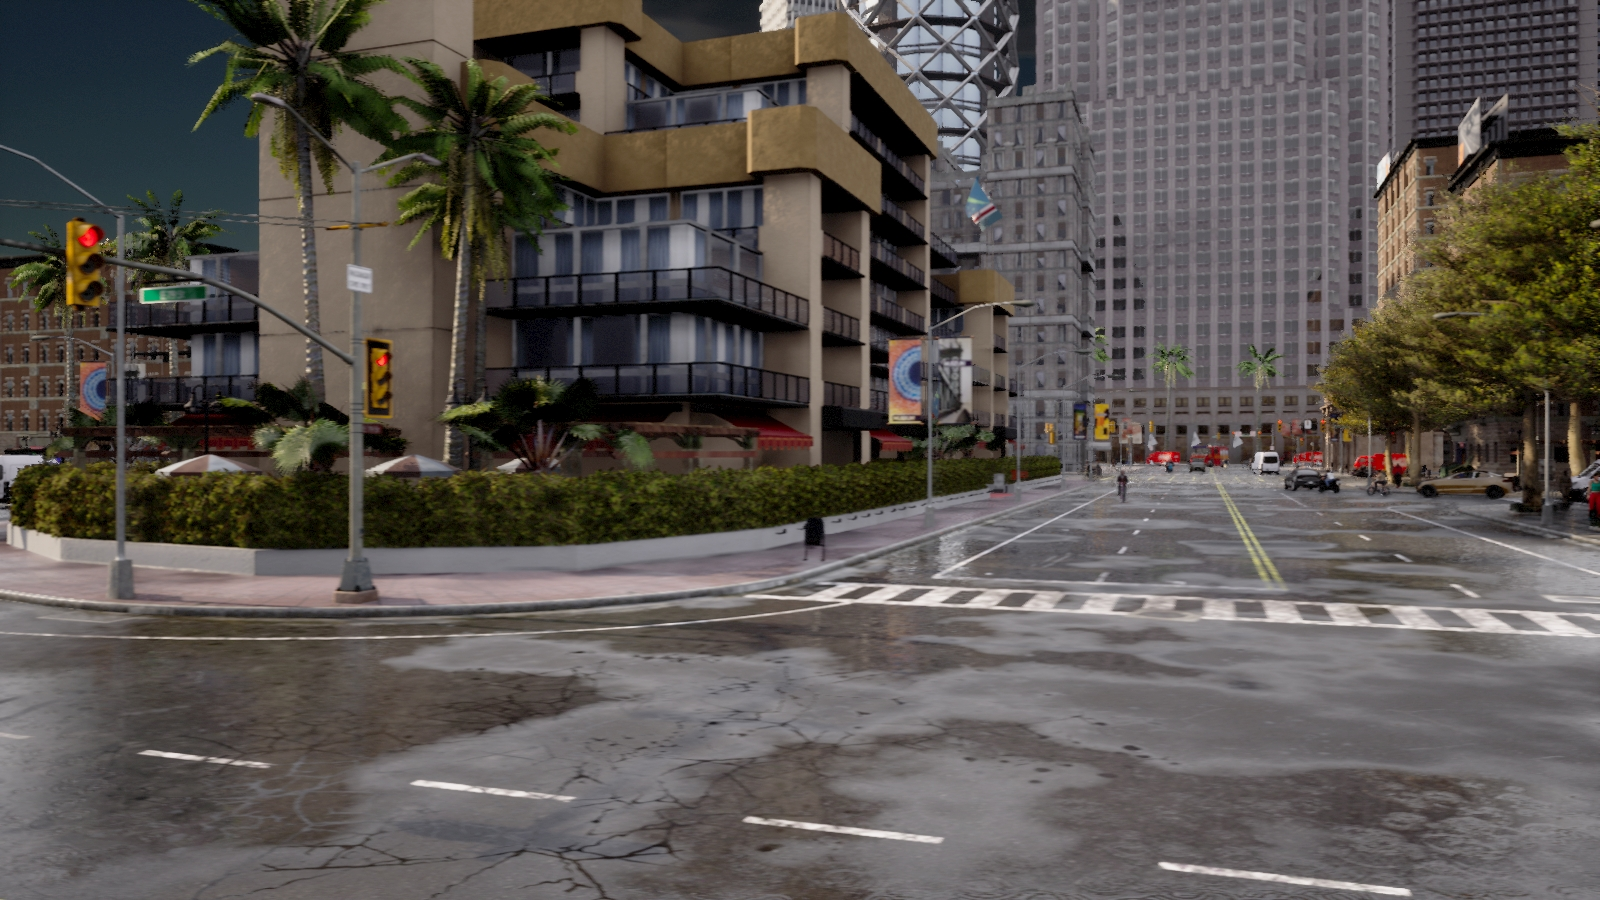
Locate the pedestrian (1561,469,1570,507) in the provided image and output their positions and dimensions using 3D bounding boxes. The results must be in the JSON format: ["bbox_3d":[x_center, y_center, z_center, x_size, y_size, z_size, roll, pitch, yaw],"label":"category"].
[{"bbox_3d":[37.734,1.847,56.316,0.375,1.860,0.375,0,0,31],"label":"pedestrian"}]

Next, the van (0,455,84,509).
[{"bbox_3d":[-38.733,1.536,57.257,1.988,2.561,5.915,0,0,0],"label":"van"}]

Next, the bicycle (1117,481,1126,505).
[{"bbox_3d":[16.494,2.211,58.564,0.329,1.171,1.835,0,0,19],"label":"bicycle"}]

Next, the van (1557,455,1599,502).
[{"bbox_3d":[45.041,1.535,62.394,5.915,2.561,1.988,0,0,20],"label":"van"}]

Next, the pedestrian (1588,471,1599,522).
[{"bbox_3d":[29.117,1.699,41.833,0.375,1.860,0.375,0,0,23],"label":"pedestrian"}]

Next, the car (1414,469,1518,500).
[{"bbox_3d":[38.534,1.992,66.170,5.027,1.651,2.152,0,0,37],"label":"car"}]
